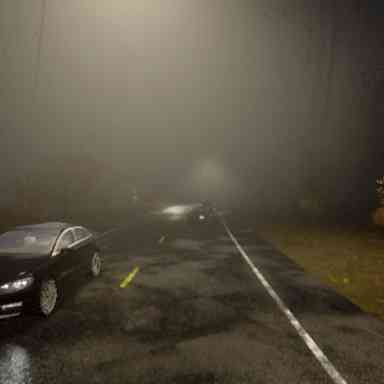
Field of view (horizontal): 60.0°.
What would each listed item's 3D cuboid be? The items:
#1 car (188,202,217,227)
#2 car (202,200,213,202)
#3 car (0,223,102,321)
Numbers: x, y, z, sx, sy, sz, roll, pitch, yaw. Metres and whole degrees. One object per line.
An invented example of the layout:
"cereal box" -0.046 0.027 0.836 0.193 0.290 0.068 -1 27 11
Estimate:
"car" 0.739 1.660 23.882 1.994 1.385 4.181 0 0 3
"car" 1.929 1.689 41.606 1.812 1.442 4.674 0 0 5
"car" -3.497 1.522 7.603 2.128 1.511 4.902 0 0 1
